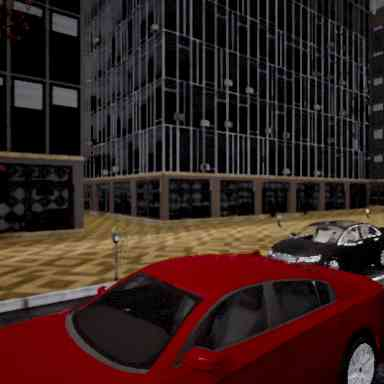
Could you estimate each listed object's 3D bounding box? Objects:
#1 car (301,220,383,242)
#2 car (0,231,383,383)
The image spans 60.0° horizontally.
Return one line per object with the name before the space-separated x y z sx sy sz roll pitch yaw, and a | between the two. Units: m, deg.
car | 3.997 1.506 9.398 4.403 1.369 2.008 0 0 -35
car | 0.073 1.468 3.429 5.008 1.535 1.882 0 0 -35
